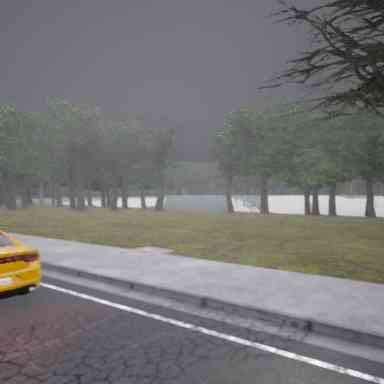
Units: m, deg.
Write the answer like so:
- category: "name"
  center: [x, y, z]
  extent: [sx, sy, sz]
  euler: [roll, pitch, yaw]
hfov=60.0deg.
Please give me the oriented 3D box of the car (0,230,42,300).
- category: "car"
  center: [-5.450, 1.506, 7.586]
  extent: [5.008, 1.535, 1.882]
  euler: [0, 0, 36]
